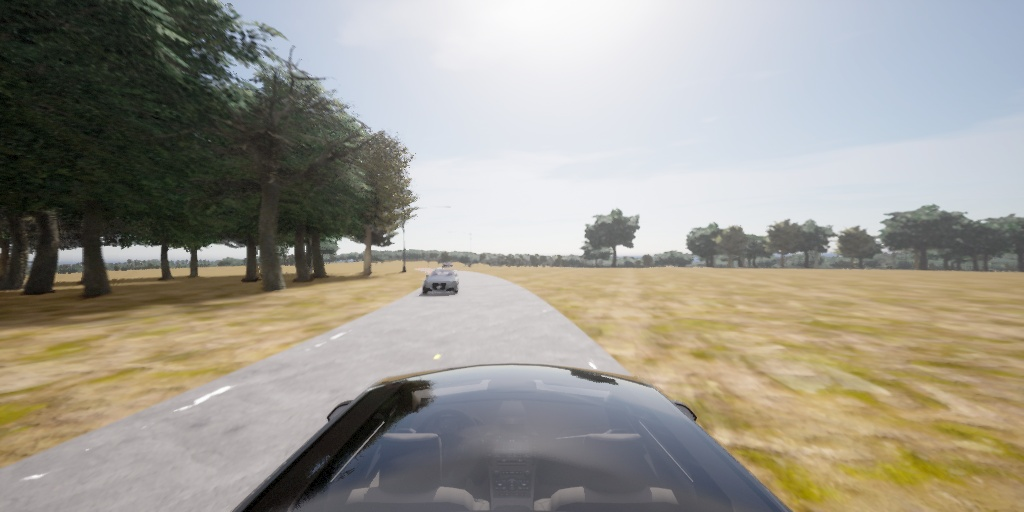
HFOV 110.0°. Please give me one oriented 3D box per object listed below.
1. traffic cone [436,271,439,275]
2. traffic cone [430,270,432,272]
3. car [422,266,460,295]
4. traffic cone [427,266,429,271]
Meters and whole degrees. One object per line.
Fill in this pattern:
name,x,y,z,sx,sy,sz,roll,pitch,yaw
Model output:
traffic cone,-9.392,2.172,45.632,0.340,0.580,0.340,0,0,-14
traffic cone,-12.012,2.296,55.128,0.340,0.580,0.340,0,0,-17
car,-4.136,1.504,21.403,1.994,1.385,4.181,-1,0,-6
traffic cone,-13.516,2.360,59.819,0.340,0.580,0.340,0,0,-19
